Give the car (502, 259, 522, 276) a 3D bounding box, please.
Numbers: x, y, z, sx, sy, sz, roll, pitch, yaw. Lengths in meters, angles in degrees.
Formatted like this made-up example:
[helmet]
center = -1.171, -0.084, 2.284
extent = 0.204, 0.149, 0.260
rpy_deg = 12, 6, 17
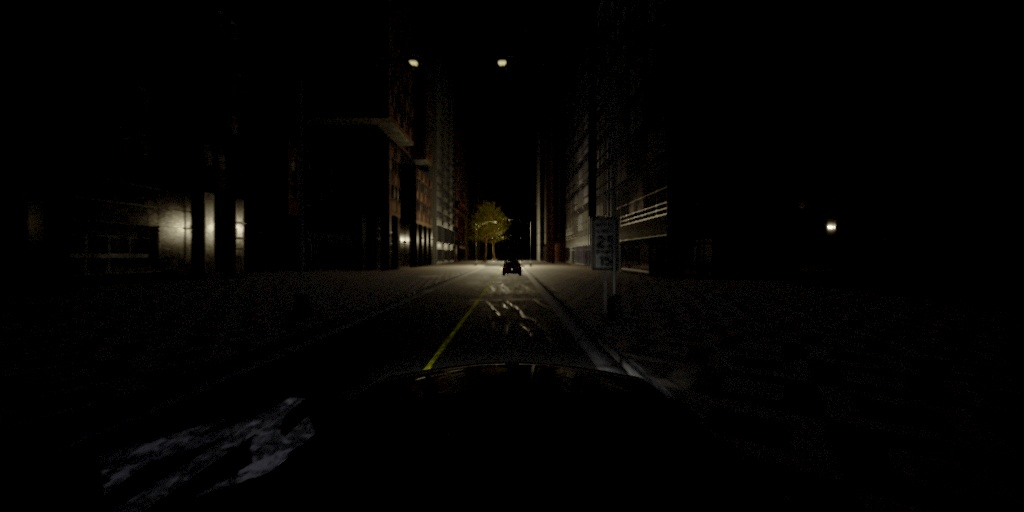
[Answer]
[car]
center = -0.001, 1.227, 36.461
extent = 1.994, 1.385, 4.181
rpy_deg = 0, 0, 0
